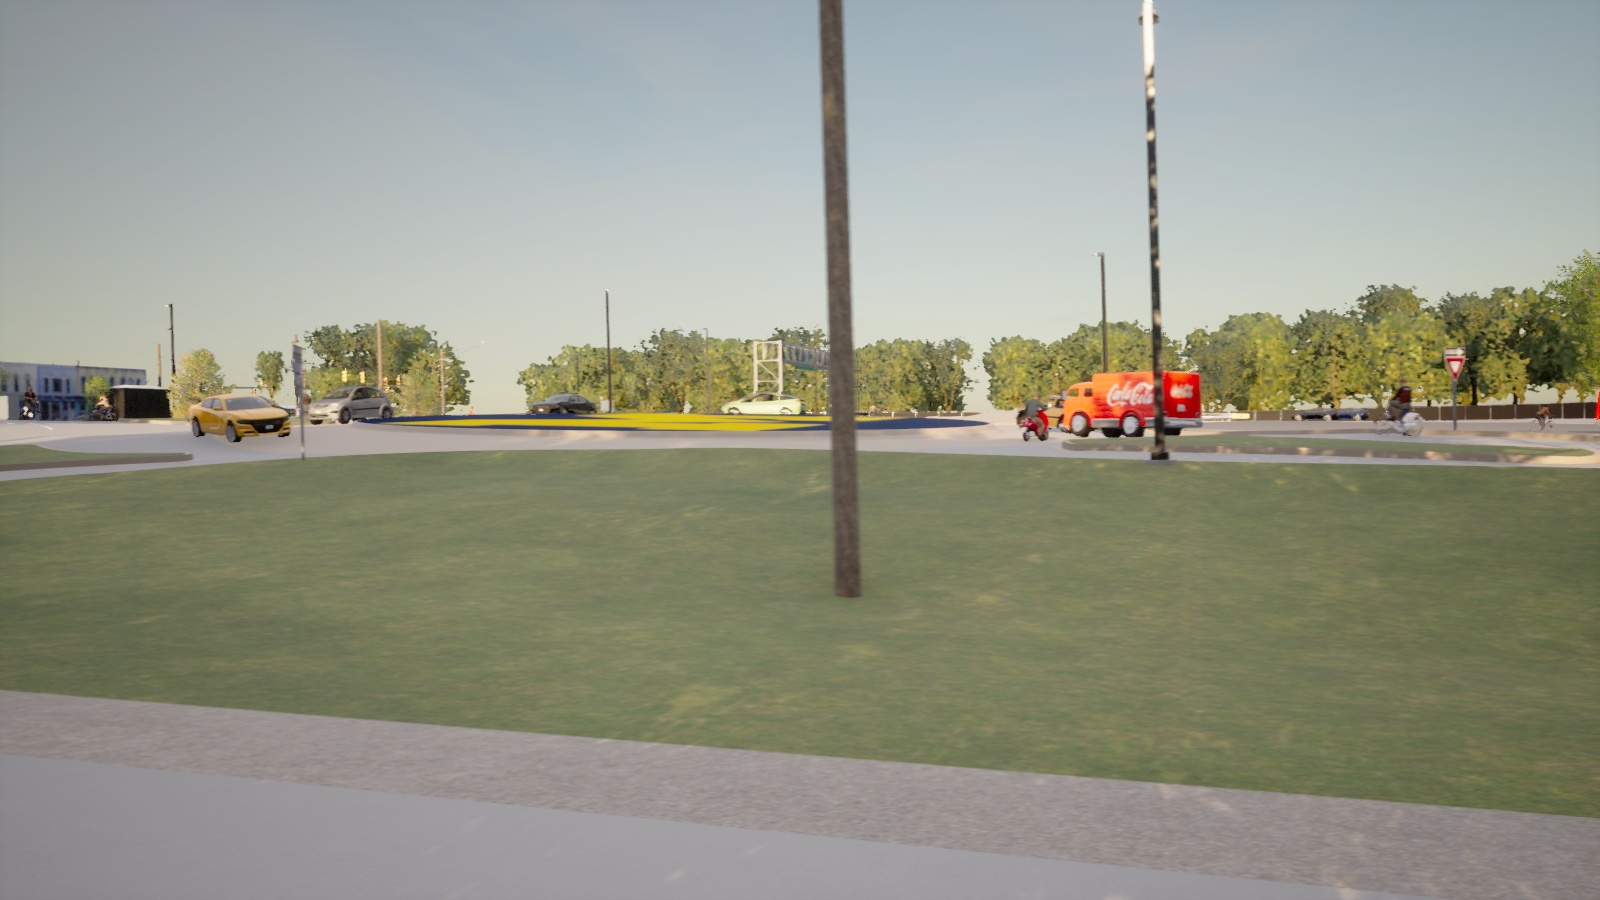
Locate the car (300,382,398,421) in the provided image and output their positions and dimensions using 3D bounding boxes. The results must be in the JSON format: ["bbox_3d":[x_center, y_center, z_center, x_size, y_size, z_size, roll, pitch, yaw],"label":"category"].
[{"bbox_3d":[-19.664,-2.143,54.894,1.851,1.617,3.988,-1,2,20],"label":"car"}]

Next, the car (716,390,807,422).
[{"bbox_3d":[-2.046,-2.356,67.426,4.514,1.525,2.007,2,1,11],"label":"car"}]

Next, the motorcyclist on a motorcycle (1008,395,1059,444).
[{"bbox_3d":[7.760,-1.024,41.702,0.866,1.590,1.817,3,3,38],"label":"motorcyclist on a motorcycle"}]

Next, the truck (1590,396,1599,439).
[{"bbox_3d":[48.191,-1.780,71.379,5.204,2.467,2.627,1,3,-15],"label":"truck"}]

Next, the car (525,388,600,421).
[{"bbox_3d":[-13.282,-2.518,70.498,1.882,1.535,5.008,-1,-1,19],"label":"car"}]

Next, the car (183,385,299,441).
[{"bbox_3d":[-19.387,-1.333,43.442,5.008,1.535,1.882,5,10,44],"label":"car"}]

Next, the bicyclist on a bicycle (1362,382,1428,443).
[{"bbox_3d":[17.716,-1.118,37.432,0.659,1.776,1.843,-1,2,-19],"label":"bicyclist on a bicycle"}]

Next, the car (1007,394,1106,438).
[{"bbox_3d":[12.715,-1.735,62.495,1.932,1.855,4.605,-1,6,-36],"label":"car"}]

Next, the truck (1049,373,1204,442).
[{"bbox_3d":[12.358,-1.574,47.900,2.627,2.467,5.204,1,1,-36],"label":"truck"}]
